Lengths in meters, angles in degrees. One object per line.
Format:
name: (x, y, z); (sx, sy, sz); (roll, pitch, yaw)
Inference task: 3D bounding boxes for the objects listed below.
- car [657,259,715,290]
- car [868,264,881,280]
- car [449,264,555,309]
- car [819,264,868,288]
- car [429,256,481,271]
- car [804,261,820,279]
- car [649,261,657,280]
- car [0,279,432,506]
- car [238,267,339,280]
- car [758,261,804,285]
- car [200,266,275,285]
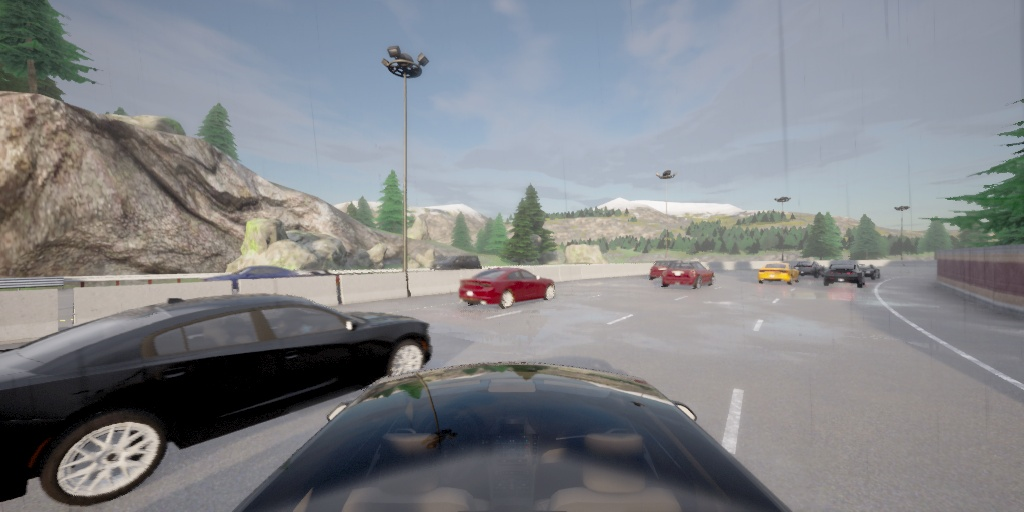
car: (11.408, 1.102, 23.075); (2.097, 1.767, 4.553); (0, 0, 43)
car: (30.344, 1.351, 31.028); (4.718, 1.301, 1.895); (0, 0, -39)
car: (-0.042, 1.227, 15.079); (1.882, 1.535, 5.008); (0, 0, 37)
car: (22.427, 1.255, 24.169); (4.892, 1.490, 1.837); (0, 0, -43)
car: (-5.552, 0.971, 35.988); (2.150, 2.045, 5.566); (0, 0, 42)
car: (27.584, 1.241, 33.275); (4.902, 1.511, 2.128); (0, 0, -39)
car: (13.393, 1.102, 30.078); (4.553, 1.767, 2.097); (0, 0, -44)
car: (-3.247, 1.227, 4.630); (1.882, 1.535, 5.008); (0, 0, 33)
car: (-10.840, 1.351, 18.535); (1.895, 1.301, 4.718); (0, 0, 36)
car: (19.667, 1.228, 26.372); (5.008, 1.535, 1.882); (0, 0, -44)
car: (-14.218, 1.276, 19.812); (1.812, 1.442, 4.674); (0, 0, 36)
